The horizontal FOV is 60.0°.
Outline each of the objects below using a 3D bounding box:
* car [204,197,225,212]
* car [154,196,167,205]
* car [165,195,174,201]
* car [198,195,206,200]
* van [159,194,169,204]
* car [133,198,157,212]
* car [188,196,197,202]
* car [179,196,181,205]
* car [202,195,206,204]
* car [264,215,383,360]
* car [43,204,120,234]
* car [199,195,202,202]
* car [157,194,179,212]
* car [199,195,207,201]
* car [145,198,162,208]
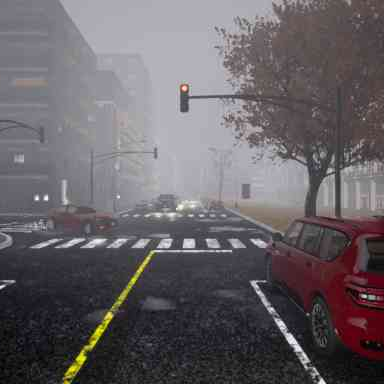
[{"bbox_3d":[2.746,1.557,38.316,1.887,1.381,4.507,0,0,0],"label":"car"},{"bbox_3d":[-5.602,1.476,60.460,1.967,1.590,4.097,0,0,0],"label":"car"},{"bbox_3d":[-5.570,1.507,82.591,1.967,1.590,4.097,0,0,0],"label":"car"},{"bbox_3d":[2.827,1.638,93.643,2.008,1.369,4.403,0,0,0],"label":"car"},{"bbox_3d":[-5.594,1.384,65.993,1.690,1.788,3.998,0,0,0],"label":"van"},{"bbox_3d":[-5.634,1.563,38.329,2.008,1.369,4.403,0,0,0],"label":"car"},{"bbox_3d":[0.118,1.587,79.845,1.812,1.442,4.674,0,0,0],"label":"car"},{"bbox_3d":[-3.011,1.528,50.094,1.837,1.490,4.892,0,0,0],"label":"car"},{"bbox_3d":[2.762,1.548,49.552,1.752,1.417,4.829,0,0,0],"label":"car"},{"bbox_3d":[2.700,1.315,5.928,2.192,1.841,5.009,0,0,0],"label":"car"},{"bbox_3d":[-6.433,1.469,19.282,5.008,1.535,1.882,0,-2,30],"label":"car"},{"bbox_3d":[2.787,1.625,65.979,1.802,1.307,4.206,0,0,0],"label":"car"},{"bbox_3d":[-3.033,1.235,40.075,2.150,2.045,5.566,0,0,0],"label":"car"},{"bbox_3d":[2.819,1.621,88.111,1.887,1.381,4.507,0,0,0],"label":"car"},{"bbox_3d":[-5.618,1.573,49.395,2.008,1.369,4.403,0,0,0],"label":"car"}]
